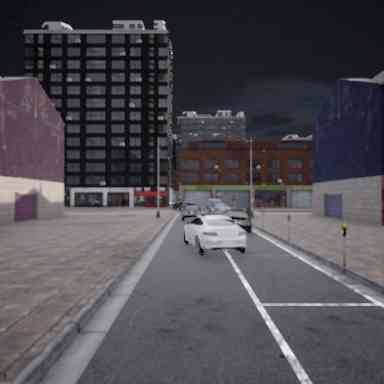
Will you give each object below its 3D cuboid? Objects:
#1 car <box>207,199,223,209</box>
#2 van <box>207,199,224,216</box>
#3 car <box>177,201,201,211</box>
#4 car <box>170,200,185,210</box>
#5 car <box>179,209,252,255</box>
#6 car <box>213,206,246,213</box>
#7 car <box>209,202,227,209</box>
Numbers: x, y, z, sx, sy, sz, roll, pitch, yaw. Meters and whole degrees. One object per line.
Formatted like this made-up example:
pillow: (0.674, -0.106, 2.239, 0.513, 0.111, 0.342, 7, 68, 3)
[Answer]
car: (2.577, 1.735, 31.532, 1.967, 1.590, 4.097, 0, -1, 0)
van: (2.565, 1.693, 37.007, 1.690, 1.788, 3.998, 0, -1, 0)
car: (0.022, 1.833, 30.556, 2.033, 1.411, 5.357, 0, -1, 0)
car: (-1.538, 1.925, 47.024, 2.128, 1.511, 4.902, 1, -1, -22)
car: (0.841, 1.645, 13.909, 1.812, 1.442, 4.674, 0, 0, -11)
car: (2.600, 1.749, 20.584, 1.947, 1.339, 4.313, 0, -1, 0)
car: (2.588, 1.765, 26.228, 1.752, 1.417, 4.829, 0, -1, 0)
